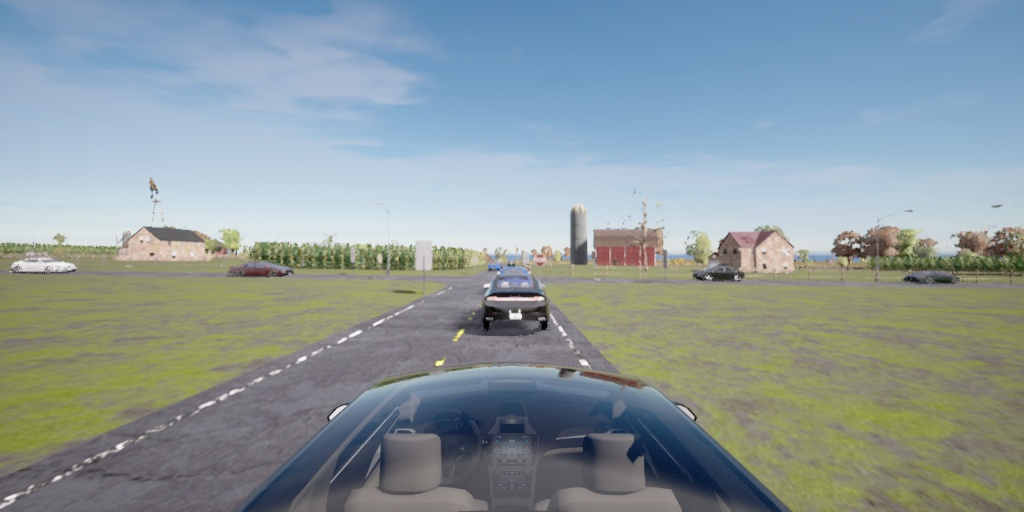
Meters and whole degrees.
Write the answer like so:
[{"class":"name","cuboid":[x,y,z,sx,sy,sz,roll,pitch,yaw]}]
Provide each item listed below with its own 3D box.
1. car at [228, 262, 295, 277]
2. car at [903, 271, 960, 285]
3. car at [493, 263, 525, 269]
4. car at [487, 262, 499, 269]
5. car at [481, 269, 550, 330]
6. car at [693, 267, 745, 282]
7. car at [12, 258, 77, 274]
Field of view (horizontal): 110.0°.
[{"class":"car","cuboid":[-23.596,1.247,33.823,5.357,1.411,2.033,1,0,0]},{"class":"car","cuboid":[43.234,2.195,37.033,4.181,1.385,1.994,1,0,0]},{"class":"car","cuboid":[0.117,1.379,21.137,1.882,1.535,5.008,0,0,1]},{"class":"car","cuboid":[-2.883,1.704,58.034,1.882,1.535,5.008,0,0,0]},{"class":"car","cuboid":[0.092,1.315,11.379,2.128,1.511,4.902,0,0,0]},{"class":"car","cuboid":[21.261,1.841,36.975,4.892,1.490,1.837,1,0,0]},{"class":"car","cuboid":[-43.999,0.915,33.760,4.674,1.442,1.812,1,0,0]}]
